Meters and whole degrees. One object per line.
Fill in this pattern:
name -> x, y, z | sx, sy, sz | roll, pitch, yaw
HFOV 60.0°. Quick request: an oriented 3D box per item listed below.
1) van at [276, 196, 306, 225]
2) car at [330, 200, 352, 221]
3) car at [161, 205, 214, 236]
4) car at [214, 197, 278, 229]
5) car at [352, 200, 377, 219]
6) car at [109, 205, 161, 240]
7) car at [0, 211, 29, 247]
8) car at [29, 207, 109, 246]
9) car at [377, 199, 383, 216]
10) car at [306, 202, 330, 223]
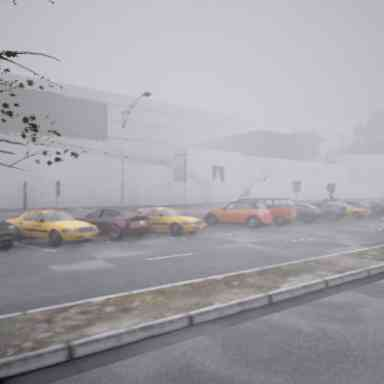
van -> 5.558, 1.324, 24.131 | 4.442, 1.987, 1.878 | -1, -1, 35
car -> 10.291, 1.576, 27.663 | 4.792, 1.488, 2.163 | -1, -1, 35
car -> -1.682, 1.522, 18.891 | 5.366, 1.575, 1.946 | -1, -1, 35
car -> 3.047, 1.420, 22.438 | 4.553, 1.767, 2.185 | -1, -1, 34
car -> 12.907, 1.528, 29.282 | 5.366, 1.575, 1.946 | -1, -1, 35
car -> -4.293, 1.545, 17.277 | 4.792, 1.488, 2.163 | -1, -1, 35
car -> -9.124, 1.535, 13.799 | 4.674, 1.452, 2.002 | -1, -1, 35
car -> -6.543, 1.498, 15.430 | 5.366, 1.575, 1.946 | -1, -1, 35
car -> 15.207, 1.548, 31.098 | 4.792, 1.488, 2.163 | -1, -1, 35
car -> 7.889, 1.589, 25.913 | 4.674, 1.452, 2.002 | -1, 0, 35
